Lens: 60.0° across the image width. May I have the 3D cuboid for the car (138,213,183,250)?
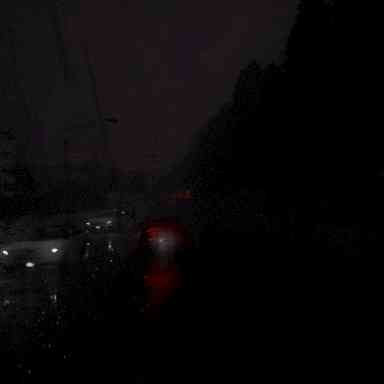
[{"bbox_3d":[-1.466,1.754,15.840,1.837,1.490,4.892,-2,0,-6],"label":"car"}]

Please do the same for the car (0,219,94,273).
[{"bbox_3d":[-5.215,1.965,12.429,1.895,1.301,4.718,-2,-1,-6],"label":"car"}]

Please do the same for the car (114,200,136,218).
[{"bbox_3d":[-8.088,2.038,40.472,2.150,2.045,5.566,-2,-1,-6],"label":"car"}]

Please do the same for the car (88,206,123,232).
[{"bbox_3d":[-6.440,2.079,24.216,1.812,1.442,4.674,-2,-1,-6],"label":"car"}]
